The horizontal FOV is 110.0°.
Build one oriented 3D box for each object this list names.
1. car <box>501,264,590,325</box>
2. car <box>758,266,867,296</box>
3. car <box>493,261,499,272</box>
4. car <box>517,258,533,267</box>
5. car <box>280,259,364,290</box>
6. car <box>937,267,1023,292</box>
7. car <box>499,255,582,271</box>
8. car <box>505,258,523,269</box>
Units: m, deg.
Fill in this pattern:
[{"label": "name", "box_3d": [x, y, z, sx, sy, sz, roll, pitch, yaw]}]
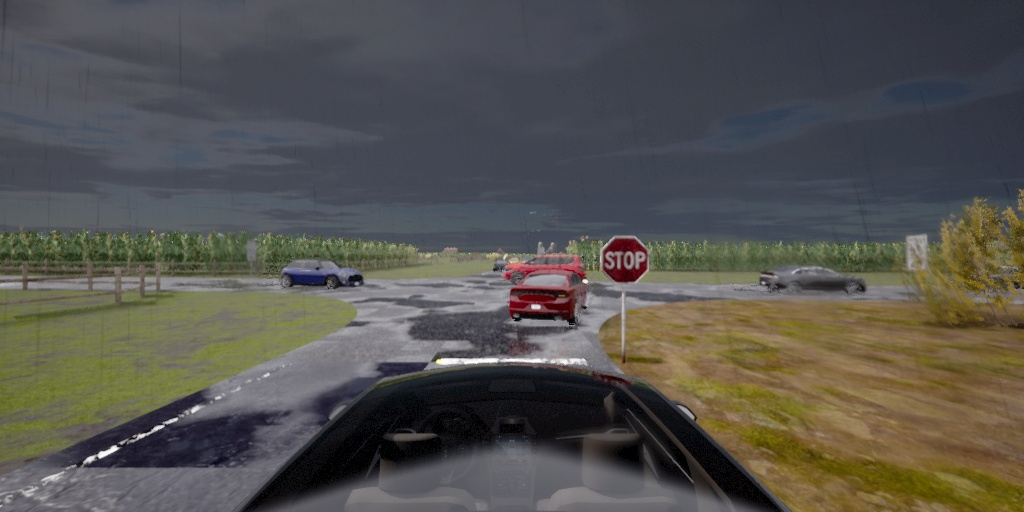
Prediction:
[{"label": "car", "box_3d": [1.428, 1.208, 12.008, 1.882, 1.535, 5.008, 0, 0, 18]}, {"label": "car", "box_3d": [16.212, 1.313, 19.455, 4.902, 1.511, 2.128, 0, 0, 5]}, {"label": "car", "box_3d": [-1.124, 1.231, 44.315, 2.033, 1.411, 5.357, 0, 0, 6]}, {"label": "car", "box_3d": [2.335, 1.163, 64.333, 2.128, 1.511, 4.902, 0, 0, 12]}, {"label": "car", "box_3d": [-11.053, 0.992, 21.030, 4.553, 1.767, 2.097, 0, 0, 13]}, {"label": "car", "box_3d": [29.240, 1.409, 21.869, 4.892, 1.490, 1.837, 0, 0, 6]}, {"label": "car", "box_3d": [2.193, 0.954, 24.359, 5.566, 2.045, 2.150, 0, 0, 4]}, {"label": "car", "box_3d": [0.341, 1.151, 54.283, 1.882, 1.535, 5.008, 0, 0, 10]}]
